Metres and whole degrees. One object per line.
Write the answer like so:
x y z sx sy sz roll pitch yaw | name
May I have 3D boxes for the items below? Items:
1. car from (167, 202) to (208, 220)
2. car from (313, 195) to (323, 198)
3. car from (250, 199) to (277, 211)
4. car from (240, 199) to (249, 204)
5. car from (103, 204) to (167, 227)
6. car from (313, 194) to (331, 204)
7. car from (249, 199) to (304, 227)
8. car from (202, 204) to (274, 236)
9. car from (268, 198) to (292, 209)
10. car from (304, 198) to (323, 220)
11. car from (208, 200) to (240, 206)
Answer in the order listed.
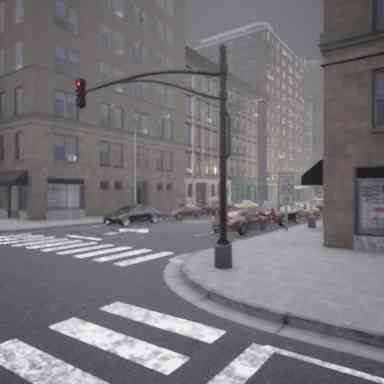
-0.796 1.512 26.955 1.802 1.307 4.206 0 0 35 | car
12.127 1.362 31.345 1.967 1.590 4.097 0 0 35 | car
8.752 1.508 40.479 1.802 1.307 4.206 0 0 35 | car
5.471 1.453 35.832 1.752 1.417 4.829 0 0 35 | car
-3.979 1.498 22.447 1.947 1.339 4.313 0 0 35 | car
24.665 1.252 63.018 2.192 1.841 5.009 0 0 35 | car
5.761 1.366 22.328 1.967 1.590 4.097 0 0 35 | car
2.578 1.509 17.819 1.802 1.307 4.206 0 0 35 | car
11.935 1.510 44.987 1.802 1.307 4.206 0 0 35 | car
9.042 1.449 26.975 1.752 1.417 4.829 0 0 35 | car
2.387 1.473 31.463 1.887 1.381 4.507 0 0 35 | car
